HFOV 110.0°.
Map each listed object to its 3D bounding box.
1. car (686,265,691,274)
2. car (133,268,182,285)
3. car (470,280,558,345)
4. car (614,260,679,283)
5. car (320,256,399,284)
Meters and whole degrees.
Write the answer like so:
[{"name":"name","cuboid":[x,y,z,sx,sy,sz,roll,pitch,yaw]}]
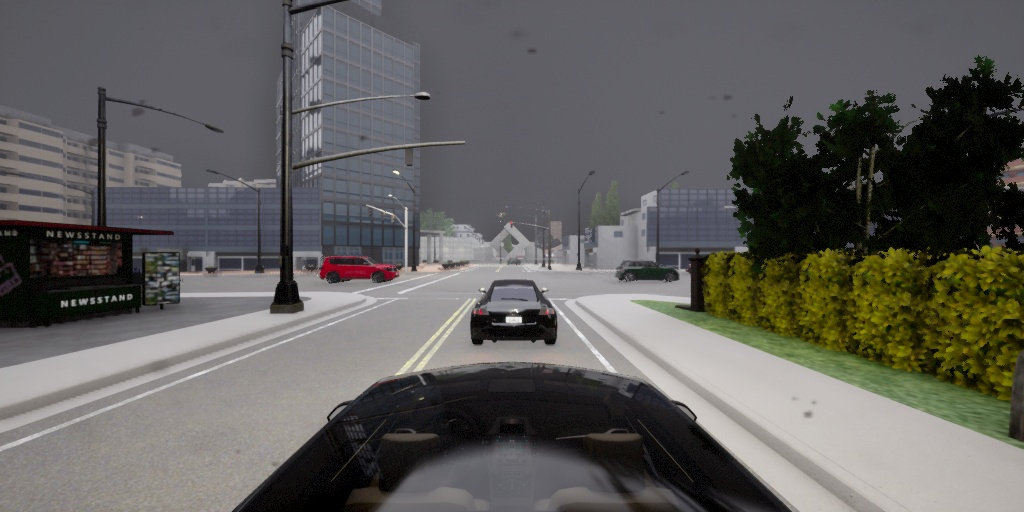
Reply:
[{"name":"car","cuboid":[21.195,1.177,38.302,5.008,1.535,1.882,0,0,-1]},{"name":"car","cuboid":[-27.589,1.554,26.998,4.181,1.385,1.994,-1,0,0]},{"name":"car","cuboid":[0.044,1.314,9.553,1.994,1.385,4.181,0,0,0]},{"name":"car","cuboid":[10.308,1.097,27.463,4.553,1.767,2.097,0,0,-1]},{"name":"car","cuboid":[-11.553,1.031,27.238,5.566,2.045,2.150,0,0,-1]}]
